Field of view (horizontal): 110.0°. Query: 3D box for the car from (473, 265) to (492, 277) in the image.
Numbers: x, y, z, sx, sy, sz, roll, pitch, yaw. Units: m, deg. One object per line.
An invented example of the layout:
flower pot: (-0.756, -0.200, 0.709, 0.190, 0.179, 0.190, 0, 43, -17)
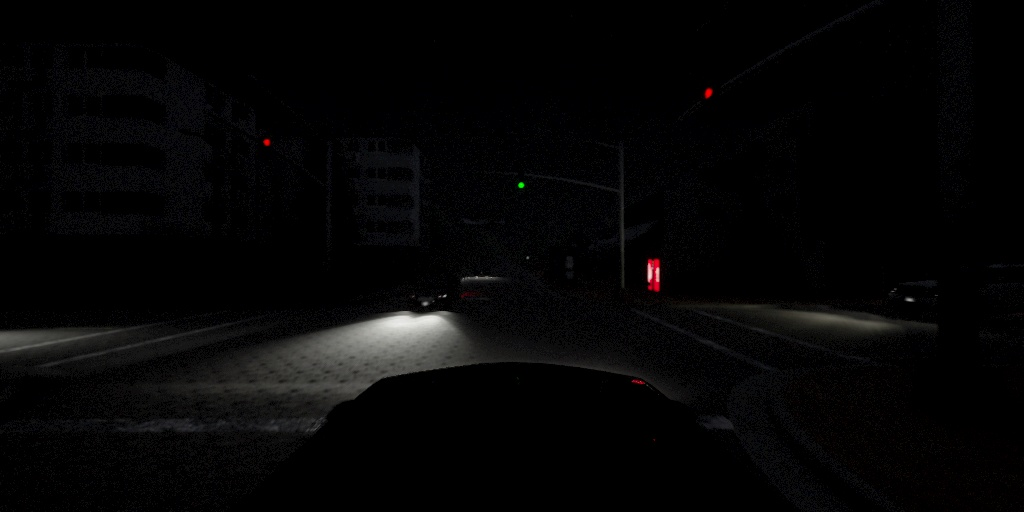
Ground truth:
car: (-3.513, 1.750, 43.486, 1.994, 1.385, 4.181, 0, 0, 0)

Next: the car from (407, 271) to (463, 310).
car: (-3.510, 1.551, 16.963, 2.128, 1.511, 4.902, 0, 3, 0)

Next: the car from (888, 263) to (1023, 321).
car: (17.515, 1.285, 13.319, 5.566, 2.045, 2.150, 0, -1, 0)
